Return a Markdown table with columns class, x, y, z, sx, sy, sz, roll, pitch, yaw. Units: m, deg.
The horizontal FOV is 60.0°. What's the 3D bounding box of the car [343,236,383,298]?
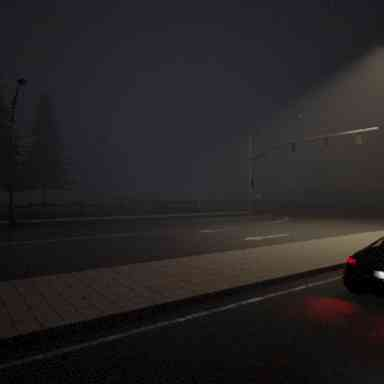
| class | x | y | z | sx | sy | sz | roll | pitch | yaw |
| --- | --- | --- | --- | --- | --- | --- | --- | --- | --- |
| car | 5.323 | 1.578 | 7.578 | 4.181 | 1.385 | 1.994 | 0 | 0 | -35 |
